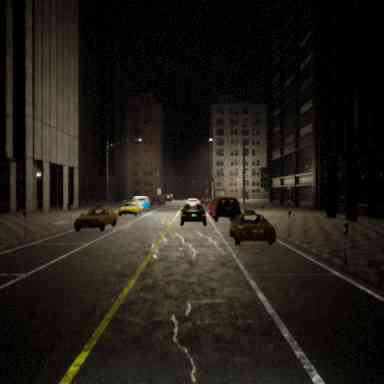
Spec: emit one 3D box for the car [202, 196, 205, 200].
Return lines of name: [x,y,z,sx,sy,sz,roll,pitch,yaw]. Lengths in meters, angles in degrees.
car: [2.672,1.606,49.134,2.008,1.369,4.403,0,0,0]

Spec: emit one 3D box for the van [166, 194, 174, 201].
van: [-5.849,1.379,88.638,1.690,1.788,3.998,0,0,0]

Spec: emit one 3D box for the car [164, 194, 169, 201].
car: [-5.852,1.493,60.438,1.967,1.590,4.097,0,0,0]

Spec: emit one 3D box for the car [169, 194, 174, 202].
car: [-5.850,1.611,77.357,1.947,1.339,4.313,0,0,0]

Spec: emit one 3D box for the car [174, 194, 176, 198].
car: [-5.849,1.357,82.997,2.192,1.841,5.009,0,0,0]

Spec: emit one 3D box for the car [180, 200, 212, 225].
car: [0.101,1.581,24.418,2.033,1.411,5.357,0,0,0]

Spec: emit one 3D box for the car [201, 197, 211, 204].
car: [2.675,1.632,66.052,1.802,1.307,4.206,0,0,0]

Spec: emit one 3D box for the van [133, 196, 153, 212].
van: [-5.856,1.392,37.878,1.690,1.788,3.998,0,0,0]

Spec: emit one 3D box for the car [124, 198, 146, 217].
car: [-5.857,1.570,32.066,1.752,1.417,4.829,0,0,0]

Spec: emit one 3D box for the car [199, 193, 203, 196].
car: [2.674,1.493,60.412,1.967,1.590,4.097,0,0,0]

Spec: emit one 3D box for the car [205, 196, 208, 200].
car: [2.669,1.360,32.215,2.192,1.841,5.009,0,0,0]

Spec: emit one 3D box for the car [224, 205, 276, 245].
car: [2.669,1.544,15.506,1.752,1.417,4.829,0,0,1]

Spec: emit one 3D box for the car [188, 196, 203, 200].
car: [0.105,1.579,42.990,1.812,1.442,4.674,0,0,0]

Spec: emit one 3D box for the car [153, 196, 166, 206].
car: [-5.853,1.637,54.797,1.802,1.307,4.206,0,0,0]

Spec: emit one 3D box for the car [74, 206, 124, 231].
car: [-5.864,1.552,20.753,1.752,1.417,4.829,0,0,1]

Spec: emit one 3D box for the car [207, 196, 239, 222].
car: [2.669,1.353,26.575,2.192,1.841,5.009,0,0,0]
